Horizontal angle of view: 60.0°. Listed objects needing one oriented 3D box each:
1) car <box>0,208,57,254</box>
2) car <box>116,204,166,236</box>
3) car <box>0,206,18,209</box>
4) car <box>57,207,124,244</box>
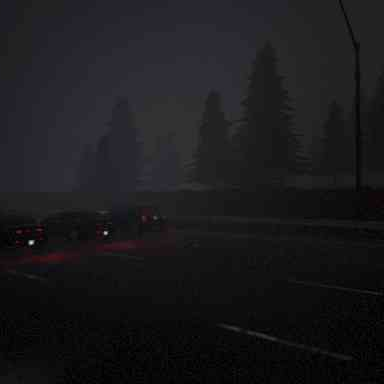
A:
[{"bbox_3d":[-7.988,1.642,13.873,4.892,1.490,1.837,0,0,36],"label":"car"},{"bbox_3d":[-3.739,1.482,19.439,4.553,1.767,2.097,-1,-1,36],"label":"car"},{"bbox_3d":[-15.965,1.874,28.162,4.718,1.301,1.895,-1,0,36],"label":"car"},{"bbox_3d":[-5.944,1.642,16.714,4.892,1.490,1.837,0,0,36],"label":"car"}]
